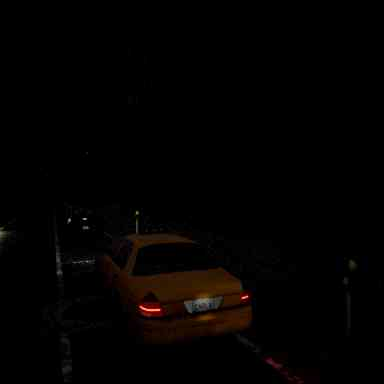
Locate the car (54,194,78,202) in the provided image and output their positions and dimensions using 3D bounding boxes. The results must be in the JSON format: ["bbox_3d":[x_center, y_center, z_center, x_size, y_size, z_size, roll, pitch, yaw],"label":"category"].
[{"bbox_3d":[-12.570,1.317,33.931,2.192,1.841,5.009,0,0,-23],"label":"car"}]

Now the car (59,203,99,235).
[{"bbox_3d":[-6.160,1.552,18.650,2.008,1.369,4.403,0,0,-23],"label":"car"}]

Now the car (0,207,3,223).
[{"bbox_3d":[-14.195,1.353,22.411,2.097,1.767,4.553,0,0,-23],"label":"car"}]

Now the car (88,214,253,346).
[{"bbox_3d":[-0.844,1.457,6.730,1.801,1.575,5.366,0,0,-23],"label":"car"}]

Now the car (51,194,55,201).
[{"bbox_3d":[-31.948,1.471,79.387,1.967,1.590,4.097,0,0,-24],"label":"car"}]

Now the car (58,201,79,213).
[{"bbox_3d":[-8.296,1.552,23.743,2.008,1.369,4.403,0,0,-23],"label":"car"}]

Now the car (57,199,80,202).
[{"bbox_3d":[-10.433,1.567,28.837,1.947,1.339,4.313,0,0,-23],"label":"car"}]

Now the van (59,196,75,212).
[{"bbox_3d":[-14.706,1.343,39.024,1.690,1.788,3.998,0,0,-23],"label":"van"}]
